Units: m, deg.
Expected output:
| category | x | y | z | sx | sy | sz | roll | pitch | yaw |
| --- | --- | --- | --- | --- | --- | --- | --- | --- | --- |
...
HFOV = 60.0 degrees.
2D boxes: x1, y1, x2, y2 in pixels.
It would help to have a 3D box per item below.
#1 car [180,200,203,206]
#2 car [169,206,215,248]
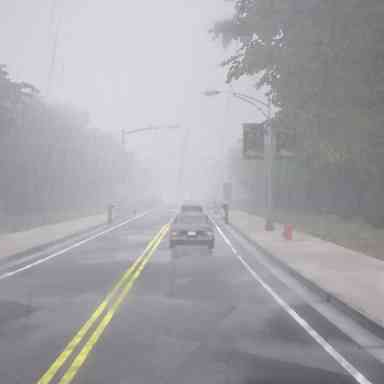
| category | x | y | z | sx | sy | sz | roll | pitch | yaw |
| --- | --- | --- | --- | --- | --- | --- | --- | --- | --- |
| car | -0.042 | 1.486 | 29.662 | 1.882 | 1.535 | 5.008 | 0 | 0 | 0 |
| car | -0.010 | 1.563 | 14.661 | 2.033 | 1.411 | 5.357 | 0 | 0 | 0 |
